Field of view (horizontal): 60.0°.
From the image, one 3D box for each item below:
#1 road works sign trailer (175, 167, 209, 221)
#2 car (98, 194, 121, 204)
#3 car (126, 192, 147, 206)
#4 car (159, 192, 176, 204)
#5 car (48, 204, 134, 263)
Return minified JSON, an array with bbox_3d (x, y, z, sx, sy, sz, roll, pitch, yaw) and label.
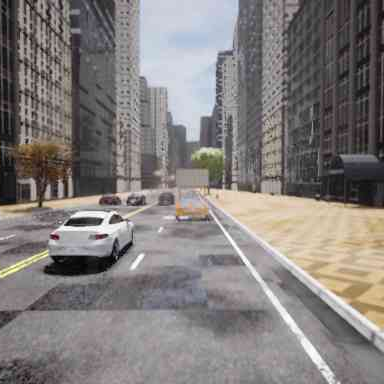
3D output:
[{"bbox_3d":[0.014,0.063,23.147,2.380,3.560,2.880,0,1,1],"label":"road works sign trailer"},{"bbox_3d":[-9.834,0.873,40.052,1.994,1.385,4.181,0,1,0],"label":"car"},{"bbox_3d":[-6.591,0.808,39.658,2.128,1.511,4.902,0,1,0],"label":"car"},{"bbox_3d":[-3.156,0.769,42.611,1.837,1.490,4.892,0,1,0],"label":"car"},{"bbox_3d":[-3.152,1.332,11.100,1.812,1.442,4.674,0,1,0],"label":"car"}]
